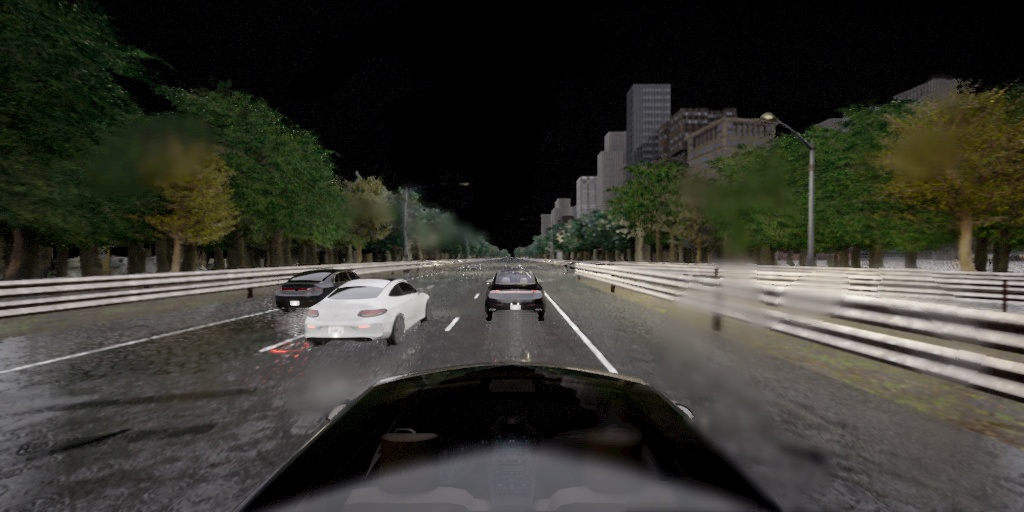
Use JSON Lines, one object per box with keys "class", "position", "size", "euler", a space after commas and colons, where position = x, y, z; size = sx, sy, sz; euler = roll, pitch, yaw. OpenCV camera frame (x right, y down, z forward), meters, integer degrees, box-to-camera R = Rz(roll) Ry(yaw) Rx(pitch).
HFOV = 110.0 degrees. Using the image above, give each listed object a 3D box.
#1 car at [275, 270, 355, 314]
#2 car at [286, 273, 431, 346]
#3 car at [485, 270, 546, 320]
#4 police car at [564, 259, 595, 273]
{"class": "car", "position": [-6.895, 1.253, 13.802], "size": [1.837, 1.490, 4.892], "euler": [0, 0, 0]}
{"class": "car", "position": [-3.401, 1.275, 9.240], "size": [1.812, 1.442, 4.674], "euler": [0, 0, 0]}
{"class": "car", "position": [0.101, 1.240, 12.570], "size": [2.128, 1.511, 4.902], "euler": [0, 0, 0]}
{"class": "police car", "position": [7.757, 1.229, 42.095], "size": [1.930, 1.638, 5.238], "euler": [0, 0, -19]}
